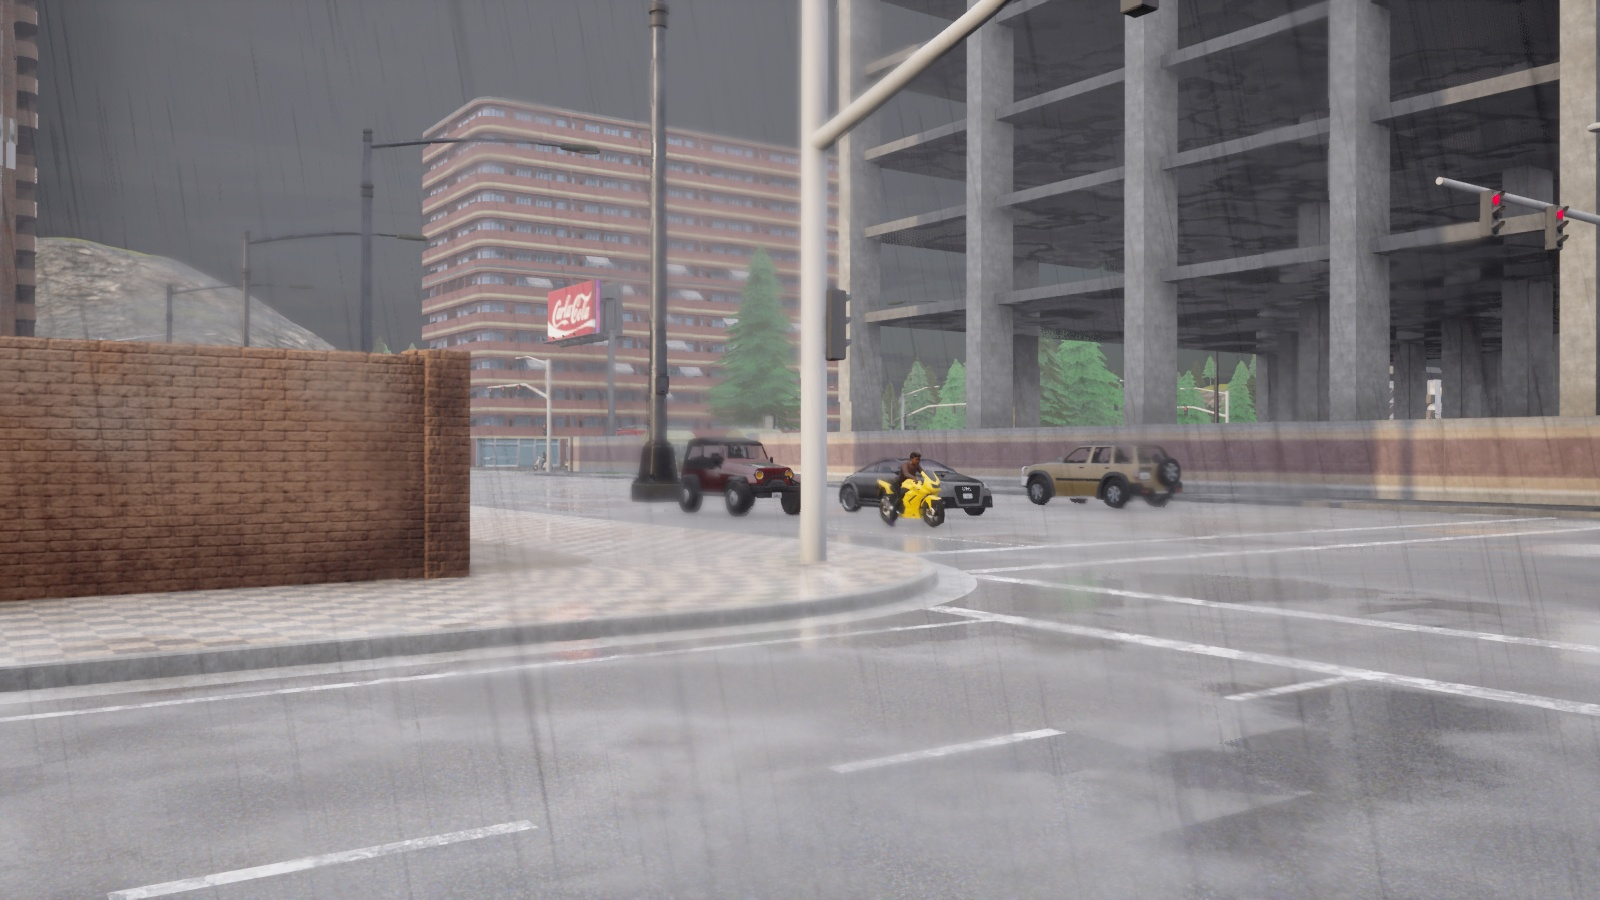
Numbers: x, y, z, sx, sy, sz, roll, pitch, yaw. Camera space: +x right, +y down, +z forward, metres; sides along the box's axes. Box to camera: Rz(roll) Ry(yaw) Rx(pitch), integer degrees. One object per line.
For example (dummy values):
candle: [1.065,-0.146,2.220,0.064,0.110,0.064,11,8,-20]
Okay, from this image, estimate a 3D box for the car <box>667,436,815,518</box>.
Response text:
car: [-1.511,0.619,30.884,1.905,1.878,3.866,0,0,-34]

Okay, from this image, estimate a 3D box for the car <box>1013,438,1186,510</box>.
car: [8.297,0.630,35.142,1.932,1.855,4.605,0,0,-34]

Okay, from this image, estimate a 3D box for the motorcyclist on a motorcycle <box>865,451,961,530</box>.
motorcyclist on a motorcycle: [2.260,0.784,25.376,0.797,1.523,2.044,0,0,-35]

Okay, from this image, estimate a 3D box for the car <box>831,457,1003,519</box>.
car: [2.787,0.878,30.800,1.994,1.385,4.181,0,0,-34]
